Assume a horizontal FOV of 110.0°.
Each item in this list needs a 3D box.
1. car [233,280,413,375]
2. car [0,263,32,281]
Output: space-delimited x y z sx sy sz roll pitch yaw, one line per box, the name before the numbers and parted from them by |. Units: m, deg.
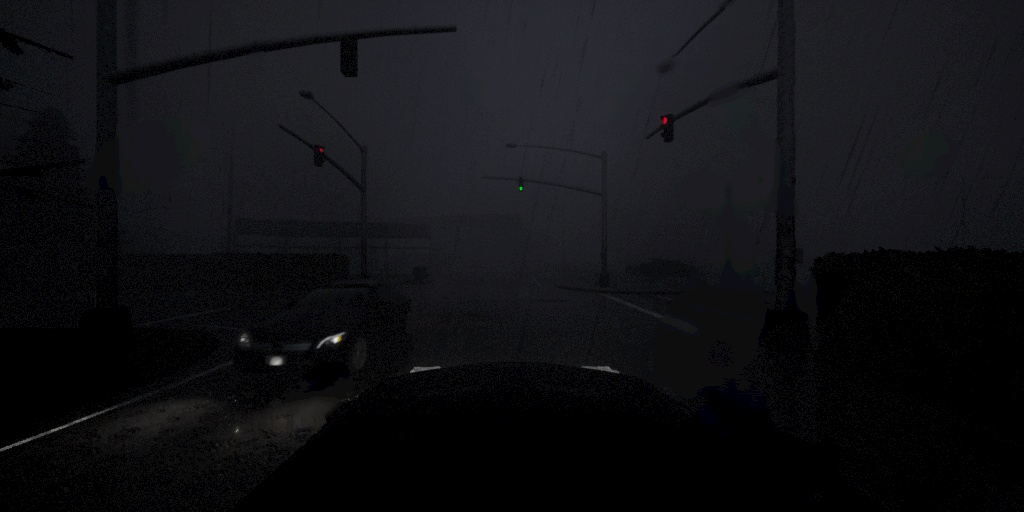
car | -3.466 1.275 7.616 1.812 1.442 4.674 0 0 0
car | -40.412 1.223 27.463 1.882 1.535 5.008 0 0 -8
